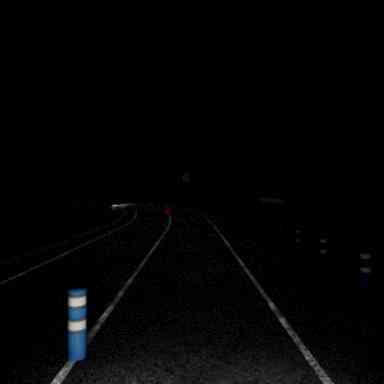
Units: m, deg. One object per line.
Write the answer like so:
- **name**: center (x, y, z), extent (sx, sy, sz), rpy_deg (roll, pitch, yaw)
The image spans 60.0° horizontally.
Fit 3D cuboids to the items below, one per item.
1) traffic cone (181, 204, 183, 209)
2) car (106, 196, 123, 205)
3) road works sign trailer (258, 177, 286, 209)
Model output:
- **traffic cone**: center (-1.335, 1.847, 42.386), extent (0.340, 0.580, 0.340), rpy_deg (-1, 1, -8)
- **car**: center (-13.727, 1.442, 58.847), extent (1.837, 1.490, 4.892), rpy_deg (-4, 2, -32)
- **road works sign trailer**: center (7.360, 0.625, 30.985), extent (2.380, 2.880, 3.560), rpy_deg (6, 23, 7)
